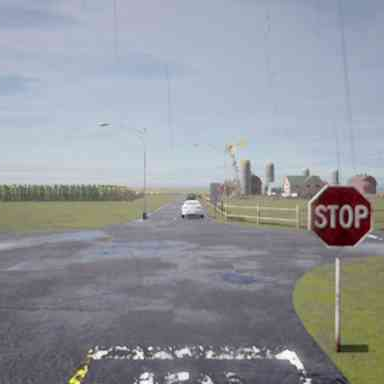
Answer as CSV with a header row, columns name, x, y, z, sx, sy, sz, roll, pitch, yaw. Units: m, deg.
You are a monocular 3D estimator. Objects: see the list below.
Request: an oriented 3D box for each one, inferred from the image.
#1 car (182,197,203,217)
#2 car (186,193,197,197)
name,x,y,z,sx,sy,sz,roll,pitch,yaw
car,0.037,1.509,30.447,1.812,1.442,4.674,0,0,0
car,-0.148,1.196,71.245,2.150,2.045,5.566,0,0,0
